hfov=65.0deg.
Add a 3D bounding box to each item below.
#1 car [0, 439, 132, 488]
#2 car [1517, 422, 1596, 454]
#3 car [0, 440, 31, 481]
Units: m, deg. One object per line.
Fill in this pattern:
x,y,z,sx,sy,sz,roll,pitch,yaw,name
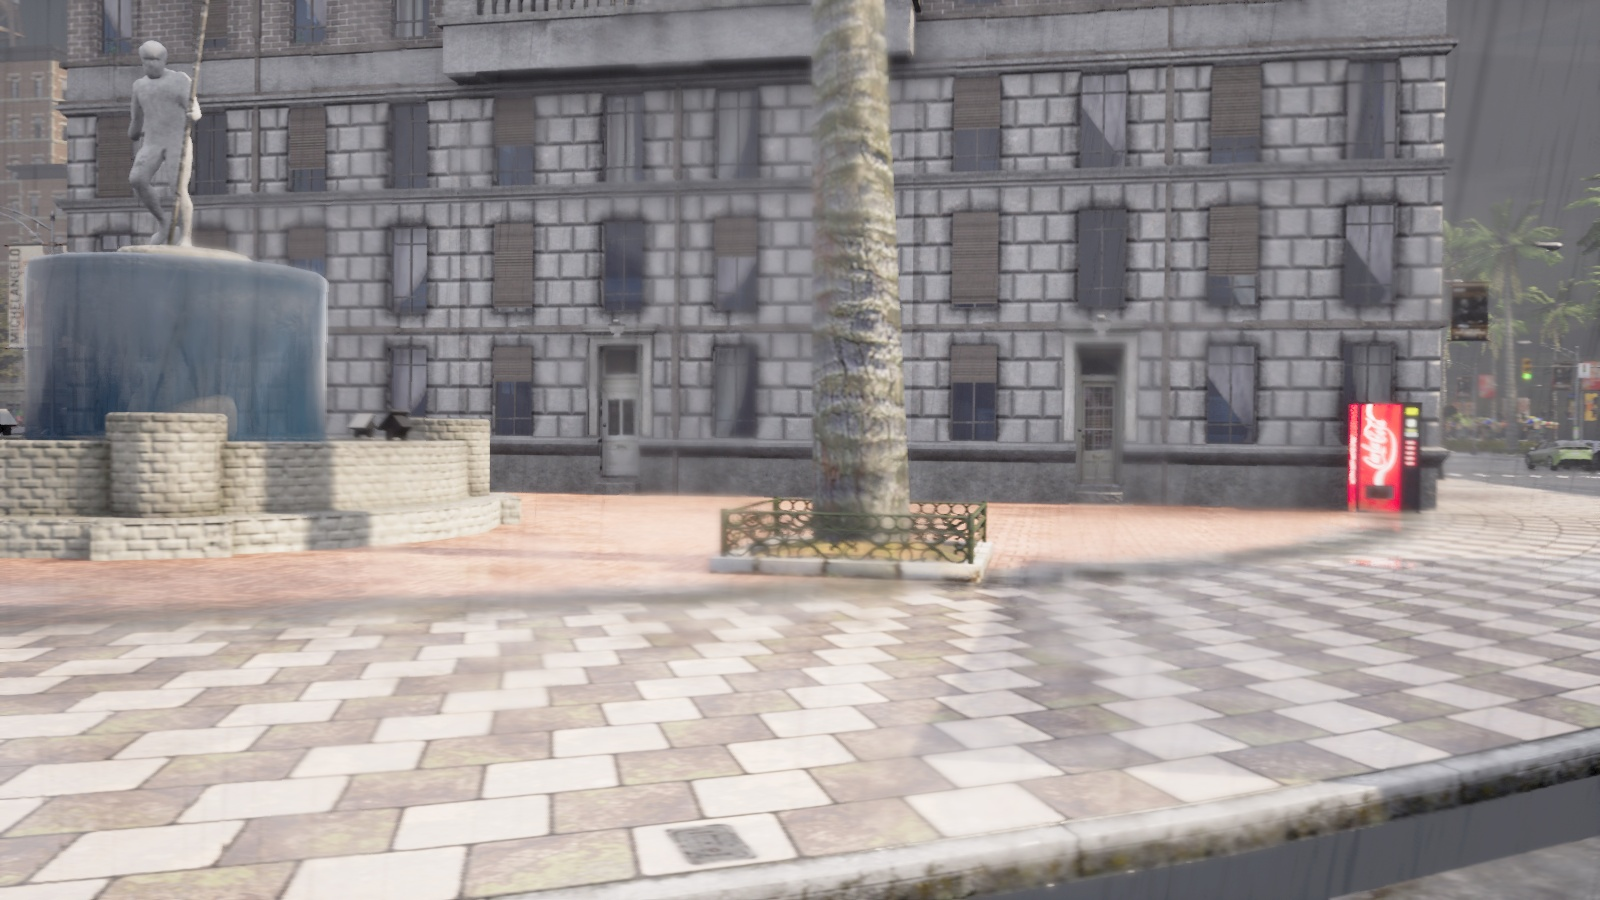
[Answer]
-25.371,0.407,42.620,2.128,1.511,4.902,0,1,12,car
37.892,-0.622,63.044,2.007,1.525,4.514,0,1,12,car
-31.618,0.433,47.060,1.882,1.535,5.008,0,1,11,car
